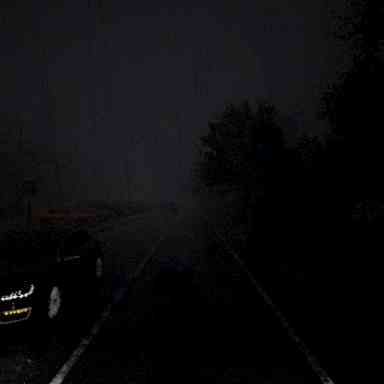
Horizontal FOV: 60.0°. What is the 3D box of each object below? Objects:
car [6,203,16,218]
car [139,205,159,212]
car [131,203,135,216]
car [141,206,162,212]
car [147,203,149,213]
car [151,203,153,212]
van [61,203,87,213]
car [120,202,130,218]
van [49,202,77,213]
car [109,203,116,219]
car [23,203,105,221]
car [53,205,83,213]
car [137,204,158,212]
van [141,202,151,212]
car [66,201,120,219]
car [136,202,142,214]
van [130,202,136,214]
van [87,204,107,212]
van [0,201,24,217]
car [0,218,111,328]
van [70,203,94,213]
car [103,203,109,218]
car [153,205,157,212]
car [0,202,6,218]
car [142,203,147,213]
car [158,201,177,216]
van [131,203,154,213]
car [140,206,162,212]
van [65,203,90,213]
[{"bbox_3d":[-23.393,2.256,37.925,4.892,1.521,2.231,0,-2,0],"label":"car"},{"bbox_3d":[-10.257,3.923,79.294,4.553,1.767,2.185,0,-3,0],"label":"car"},{"bbox_3d":[-10.318,2.497,43.252,4.674,1.452,2.002,0,-2,0],"label":"car"},{"bbox_3d":[-10.277,4.347,84.832,4.892,1.521,2.231,0,-3,0],"label":"car"},{"bbox_3d":[-10.308,3.018,57.123,4.674,1.452,2.002,0,-2,0],"label":"car"},{"bbox_3d":[-10.330,3.216,62.678,4.792,1.488,2.163,0,-3,0],"label":"car"},{"bbox_3d":[-23.262,3.079,65.466,4.442,1.987,1.878,0,-3,0],"label":"van"},{"bbox_3d":[-10.292,1.997,37.714,5.566,2.045,2.435,0,-2,0],"label":"car"},{"bbox_3d":[-23.266,2.861,60.079,4.442,1.987,1.878,0,-2,0],"label":"van"},{"bbox_3d":[-10.331,2.050,32.160,5.008,1.535,2.097,0,-2,0],"label":"car"},{"bbox_3d":[-10.143,1.878,26.622,5.366,1.575,1.946,0,-2,0],"label":"car"},{"bbox_3d":[-23.386,3.191,62.839,5.008,1.535,2.097,0,-2,0],"label":"car"},{"bbox_3d":[-10.259,3.774,76.522,4.553,1.767,2.185,0,-3,0],"label":"car"},{"bbox_3d":[-10.186,2.856,59.907,4.442,1.987,1.878,0,-2,0],"label":"van"},{"bbox_3d":[-10.353,2.021,34.940,4.553,1.767,2.185,0,-2,0],"label":"car"},{"bbox_3d":[-10.317,2.665,48.802,5.008,1.535,2.097,0,-2,0],"label":"car"},{"bbox_3d":[-10.430,2.335,46.036,4.442,1.987,1.878,0,-2,0],"label":"van"},{"bbox_3d":[-23.482,3.970,82.071,4.442,1.987,1.878,0,-3,0],"label":"van"},{"bbox_3d":[-23.514,2.133,40.702,4.442,1.987,1.878,0,-2,0],"label":"van"},{"bbox_3d":[-3.348,1.564,7.378,1.837,1.490,4.892,0,-1,0],"label":"car"},{"bbox_3d":[-23.491,3.376,71.007,4.442,1.987,1.878,0,-3,0],"label":"van"},{"bbox_3d":[-10.332,1.963,29.389,4.892,1.521,2.231,0,-2,0],"label":"car"},{"bbox_3d":[-10.327,3.054,65.440,5.566,2.045,2.435,0,-3,0],"label":"car"},{"bbox_3d":[-23.217,2.150,35.159,5.366,1.575,1.946,0,-2,0],"label":"car"},{"bbox_3d":[-10.277,2.903,54.348,4.792,1.488,2.163,0,-2,0],"label":"car"},{"bbox_3d":[-3.317,2.403,48.854,2.150,2.045,5.566,0,-2,0],"label":"car"},{"bbox_3d":[-10.180,3.228,68.211,4.442,1.987,1.878,0,-3,0],"label":"van"},{"bbox_3d":[-10.100,4.195,82.060,5.366,1.575,1.946,0,-3,0],"label":"car"},{"bbox_3d":[-23.493,3.234,68.365,4.442,1.987,1.878,0,-3,0],"label":"van"}]
